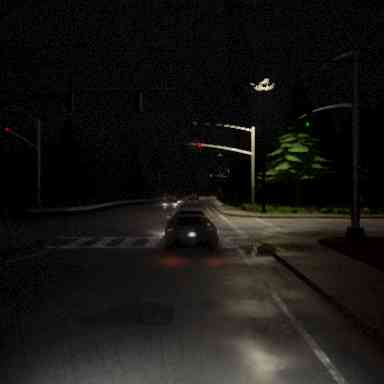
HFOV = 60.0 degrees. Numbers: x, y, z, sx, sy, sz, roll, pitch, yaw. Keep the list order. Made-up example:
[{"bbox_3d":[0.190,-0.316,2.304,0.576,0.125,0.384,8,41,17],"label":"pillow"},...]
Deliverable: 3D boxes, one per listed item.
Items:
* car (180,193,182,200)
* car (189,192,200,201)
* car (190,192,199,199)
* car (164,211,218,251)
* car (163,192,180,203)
[{"bbox_3d":[-3.093,0.804,70.285,2.128,1.511,4.902,0,0,2],"label":"car"},{"bbox_3d":[0.328,1.008,66.227,1.812,1.442,4.674,0,1,2],"label":"car"},{"bbox_3d":[0.671,0.841,76.975,1.837,1.490,4.892,0,0,2],"label":"car"},{"bbox_3d":[-0.125,1.456,13.713,1.994,1.385,4.181,0,0,-4],"label":"car"},{"bbox_3d":[-3.517,0.927,54.274,2.097,1.767,4.553,0,1,1],"label":"car"}]
